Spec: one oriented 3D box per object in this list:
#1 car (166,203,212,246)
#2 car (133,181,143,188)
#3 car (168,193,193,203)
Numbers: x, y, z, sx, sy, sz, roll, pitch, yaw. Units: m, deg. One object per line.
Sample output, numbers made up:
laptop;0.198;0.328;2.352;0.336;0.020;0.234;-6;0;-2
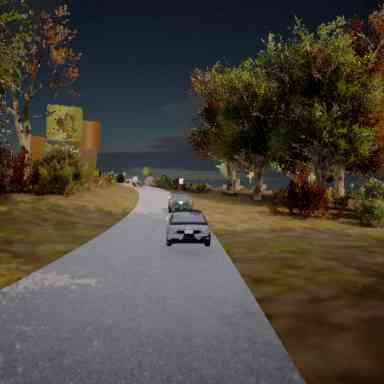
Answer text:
car;-0.193;1.460;14.683;2.033;1.411;5.357;0;1;-2
car;-12.223;-1.752;75.473;1.994;1.385;4.181;1;3;-16
car;-1.087;0.823;29.682;2.097;1.767;4.553;0;2;-5
